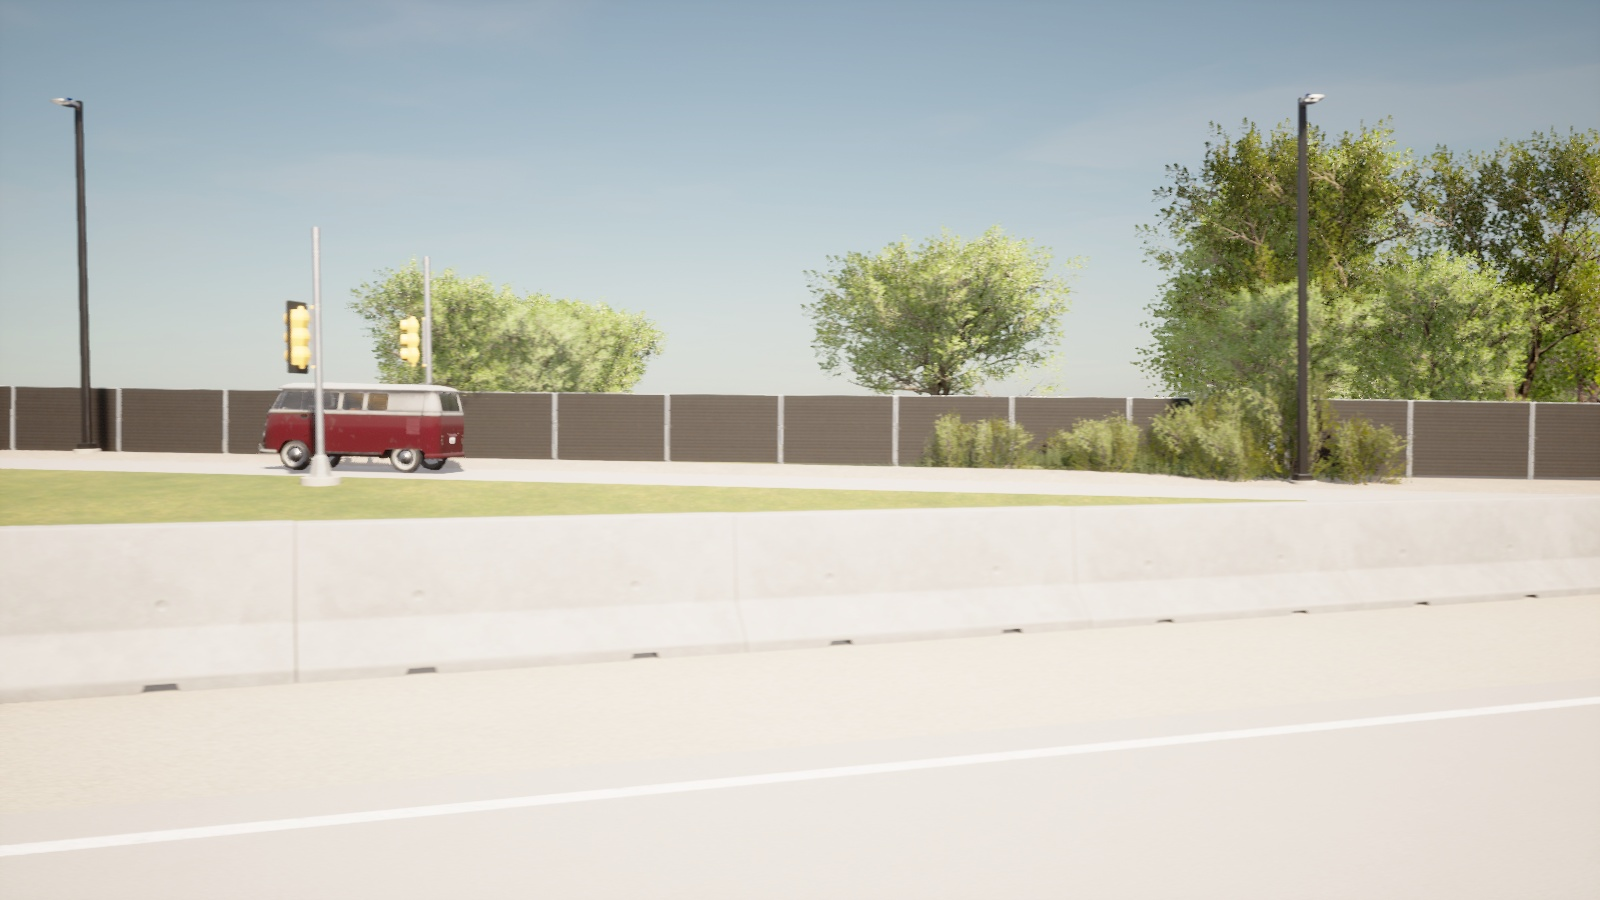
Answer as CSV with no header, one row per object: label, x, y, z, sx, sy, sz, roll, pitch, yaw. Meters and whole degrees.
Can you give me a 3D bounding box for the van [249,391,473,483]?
van,-9.895,-0.310,28.469,4.442,1.987,1.775,0,2,6
